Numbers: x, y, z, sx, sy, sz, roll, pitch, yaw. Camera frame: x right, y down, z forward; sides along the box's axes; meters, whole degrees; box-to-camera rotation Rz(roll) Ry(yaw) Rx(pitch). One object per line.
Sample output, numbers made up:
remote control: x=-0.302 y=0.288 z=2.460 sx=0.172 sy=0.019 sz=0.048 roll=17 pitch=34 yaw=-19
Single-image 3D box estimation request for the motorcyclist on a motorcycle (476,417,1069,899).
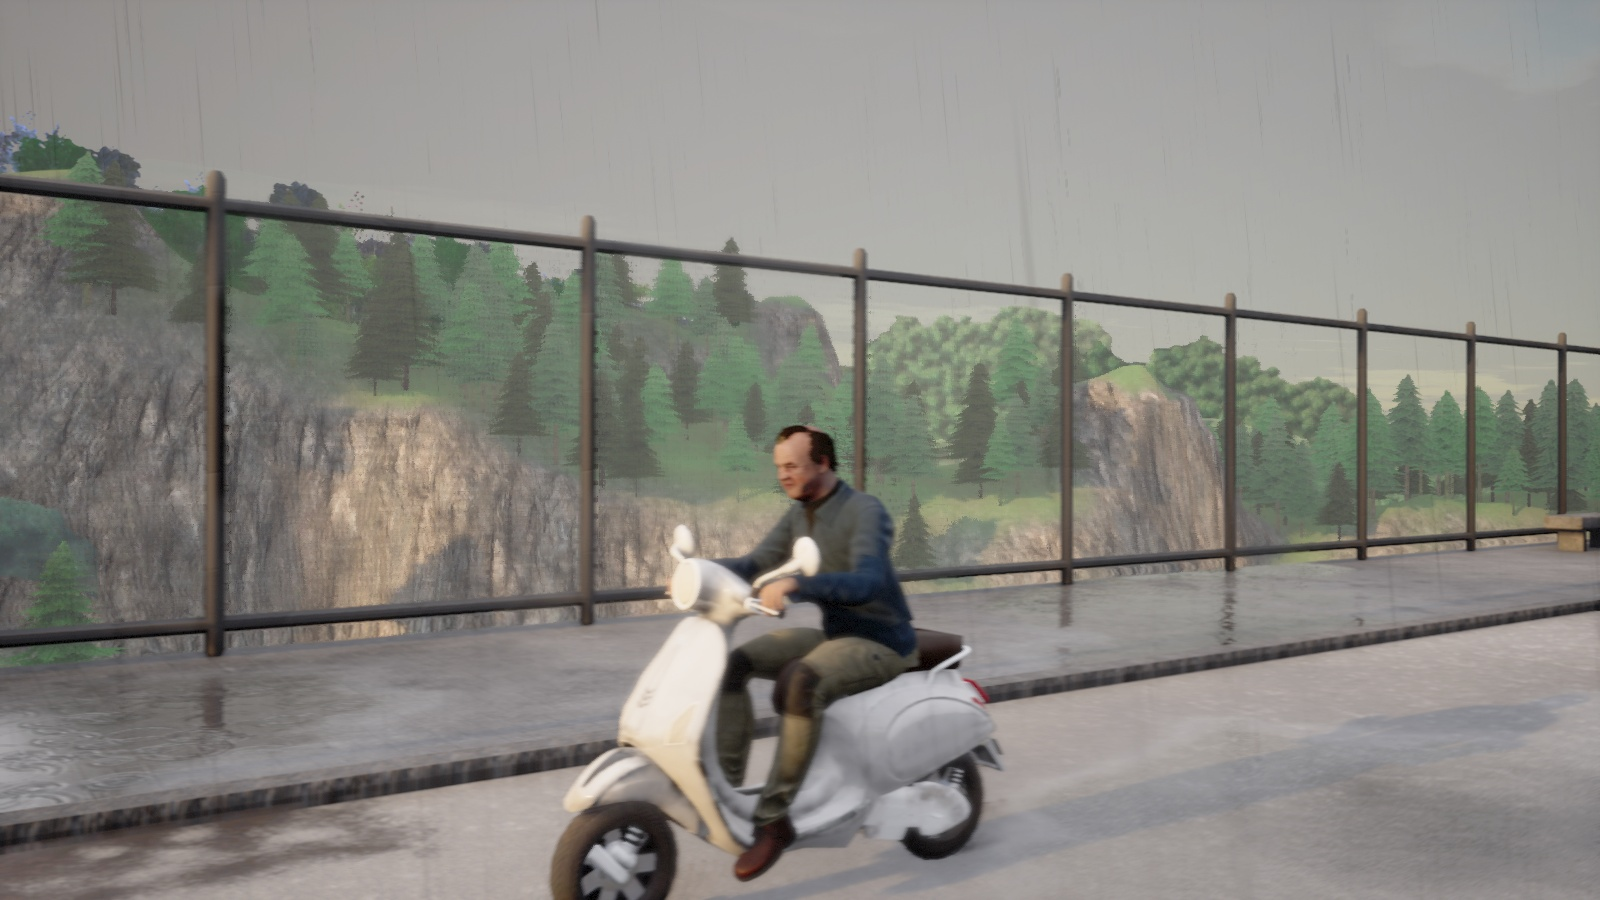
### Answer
motorcyclist on a motorcycle: x=-0.056 y=0.709 z=4.229 sx=1.817 sy=1.590 sz=0.866 roll=0 pitch=0 yaw=-35
